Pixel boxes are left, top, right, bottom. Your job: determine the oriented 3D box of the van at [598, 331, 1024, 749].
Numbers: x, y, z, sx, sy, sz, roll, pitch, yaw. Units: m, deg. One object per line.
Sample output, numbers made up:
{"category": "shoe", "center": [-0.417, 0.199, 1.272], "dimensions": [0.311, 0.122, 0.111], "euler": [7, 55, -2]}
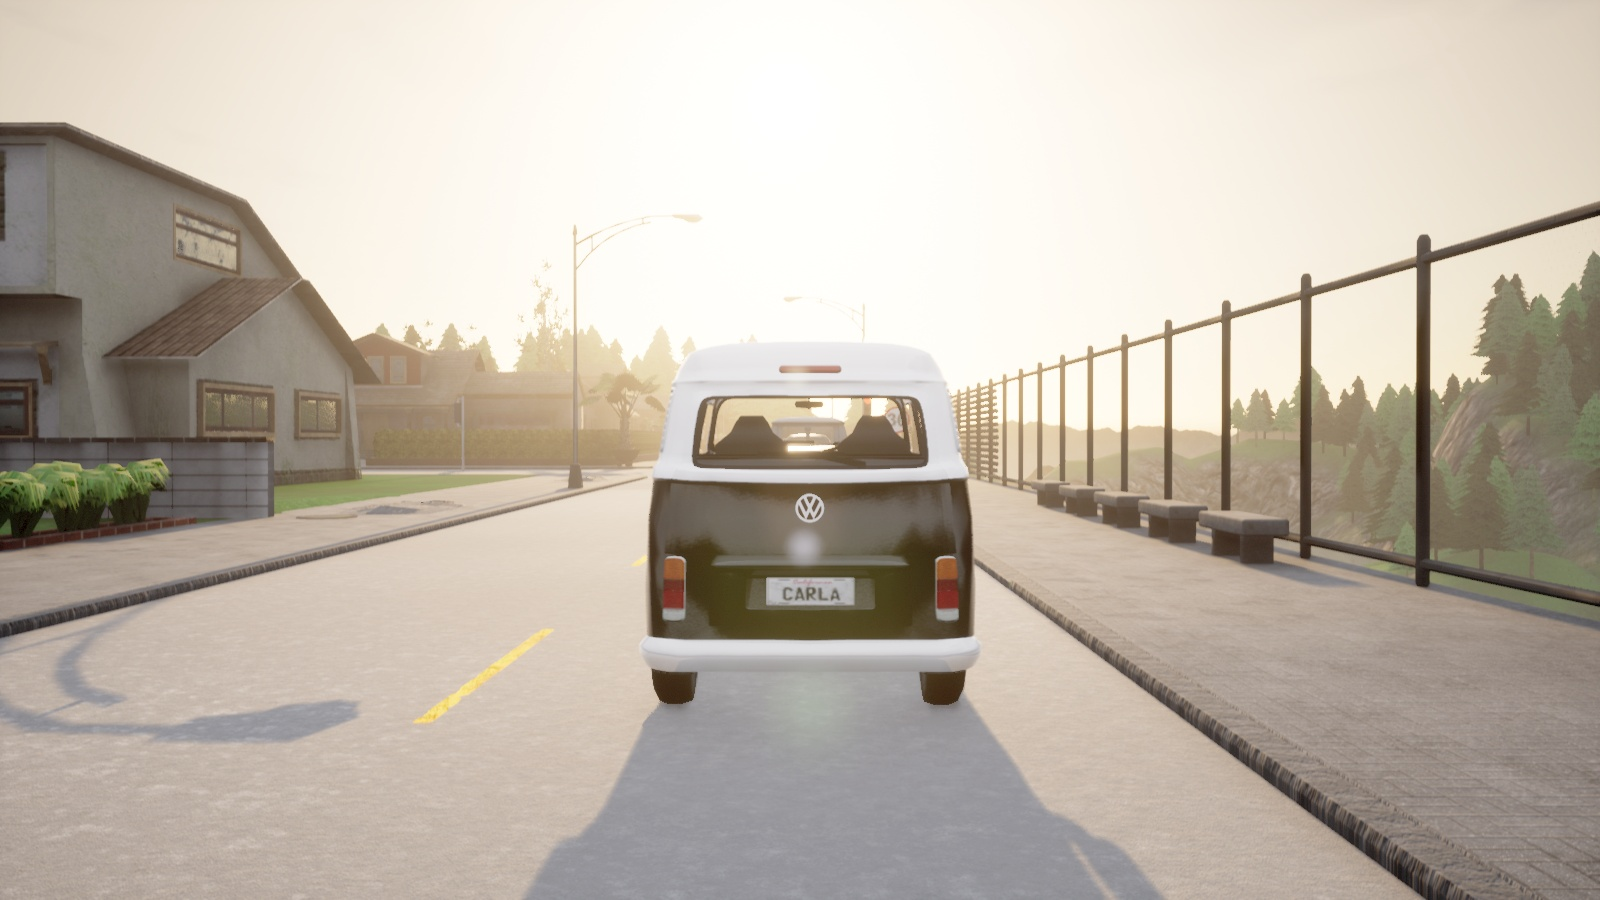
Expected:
{"category": "van", "center": [0.064, 0.403, 8.366], "dimensions": [2.069, 2.038, 4.480], "euler": [0, 1, 0]}
